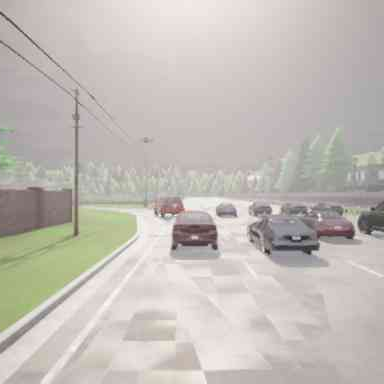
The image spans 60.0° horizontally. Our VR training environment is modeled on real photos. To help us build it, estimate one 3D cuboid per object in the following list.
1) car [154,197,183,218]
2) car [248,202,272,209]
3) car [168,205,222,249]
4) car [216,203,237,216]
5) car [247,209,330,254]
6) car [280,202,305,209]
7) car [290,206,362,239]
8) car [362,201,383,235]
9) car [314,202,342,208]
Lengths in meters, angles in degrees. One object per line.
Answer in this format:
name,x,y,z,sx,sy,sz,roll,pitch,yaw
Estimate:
car,-2.412,1.486,33.668,2.150,2.045,5.566,0,0,-17
car,7.107,1.779,34.846,1.837,1.490,4.892,0,0,0
car,0.087,1.597,15.181,1.882,1.535,5.008,0,0,-1
car,3.607,1.843,35.631,1.994,1.385,4.181,0,0,0
car,3.603,1.659,14.001,2.033,1.411,5.357,0,0,0
car,10.607,1.779,34.824,1.837,1.490,4.892,0,0,0
car,7.103,1.708,18.178,1.994,1.385,4.181,0,0,0
car,10.602,1.354,16.720,2.150,2.045,5.566,0,0,0
car,14.107,1.780,34.821,1.837,1.490,4.892,0,0,0
